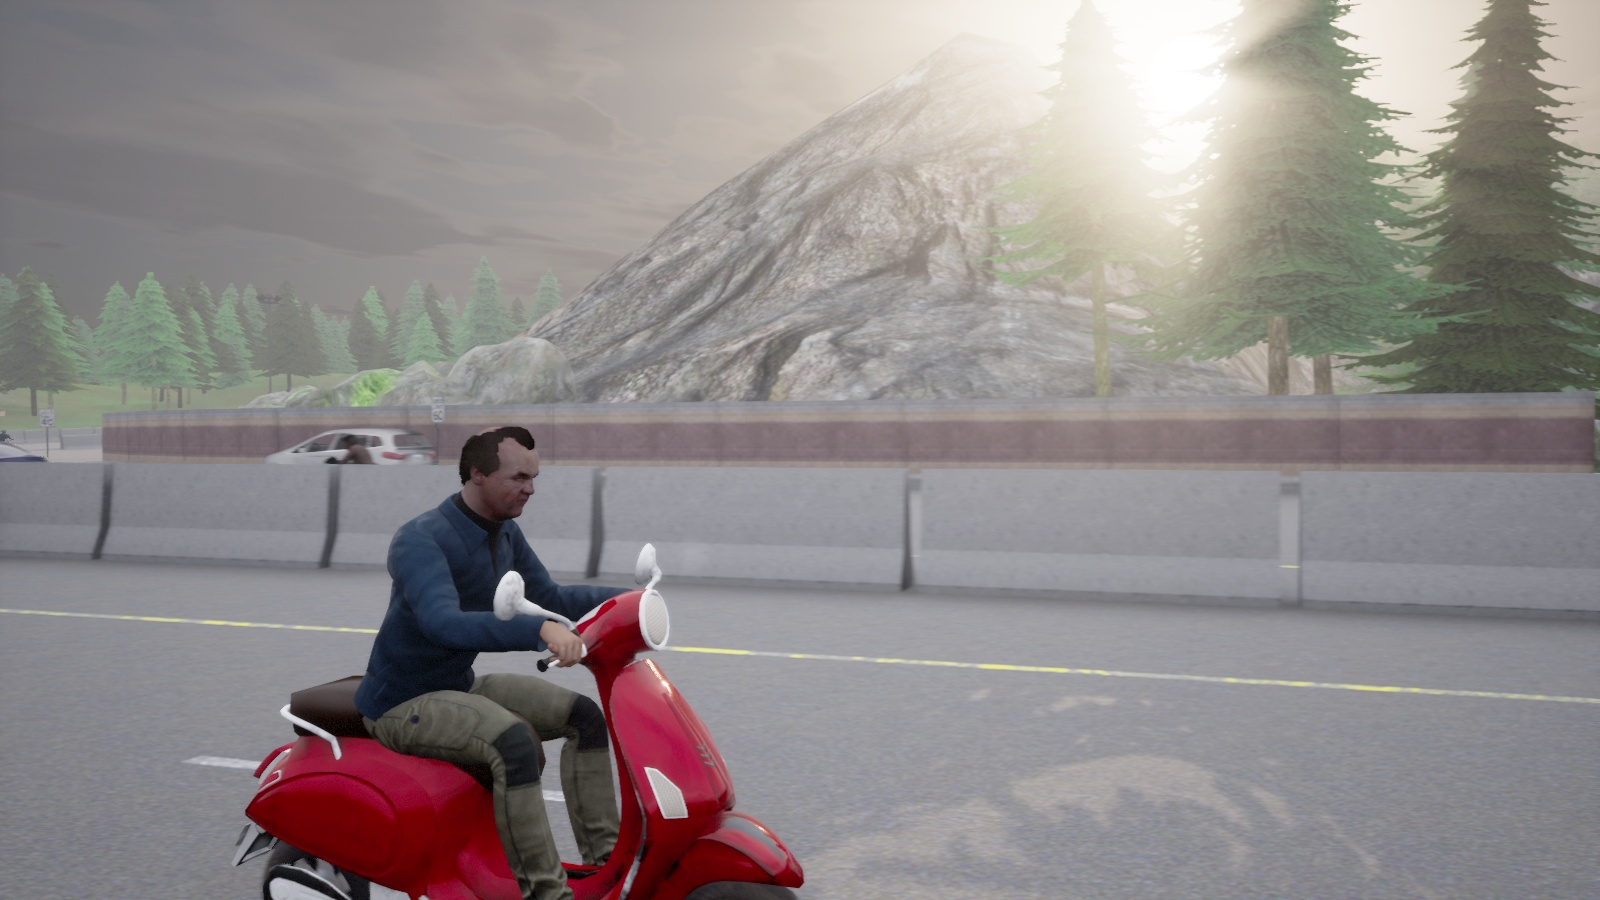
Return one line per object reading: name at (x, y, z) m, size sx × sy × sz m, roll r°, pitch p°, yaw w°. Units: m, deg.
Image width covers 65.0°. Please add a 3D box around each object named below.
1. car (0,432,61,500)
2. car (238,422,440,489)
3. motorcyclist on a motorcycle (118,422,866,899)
car at (-19.172, 0.325, 28.403) m, size 4.674 × 1.442 × 1.812 m, roll 1°, pitch 1°, yaw 24°
car at (-12.147, 0.094, 33.145) m, size 4.611 × 1.667 × 2.242 m, roll 1°, pitch 1°, yaw 19°
motorcyclist on a motorcycle at (-0.814, 0.721, 3.467) m, size 1.817 × 1.590 × 0.866 m, roll 1°, pitch 1°, yaw 19°
